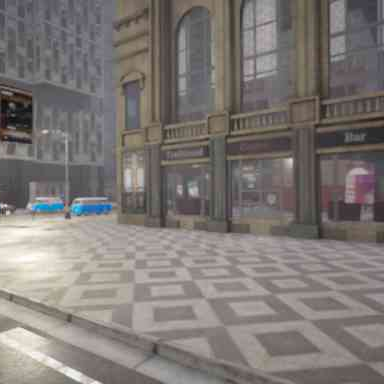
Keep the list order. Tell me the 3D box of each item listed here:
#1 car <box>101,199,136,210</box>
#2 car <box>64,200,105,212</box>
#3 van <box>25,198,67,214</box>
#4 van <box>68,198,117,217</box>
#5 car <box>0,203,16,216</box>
[{"bbox_3d":[-10.277,1.726,46.861,1.752,1.417,4.829,0,0,36],"label":"car"},{"bbox_3d":[-13.555,1.736,42.298,1.752,1.417,4.829,0,0,36],"label":"car"},{"bbox_3d":[-16.735,1.563,37.874,1.690,1.788,3.998,0,0,36],"label":"van"},{"bbox_3d":[-9.811,1.488,32.901,1.690,1.788,3.998,0,0,36],"label":"van"},{"bbox_3d":[-20.012,1.784,33.311,2.008,1.369,4.403,0,0,36],"label":"car"}]
